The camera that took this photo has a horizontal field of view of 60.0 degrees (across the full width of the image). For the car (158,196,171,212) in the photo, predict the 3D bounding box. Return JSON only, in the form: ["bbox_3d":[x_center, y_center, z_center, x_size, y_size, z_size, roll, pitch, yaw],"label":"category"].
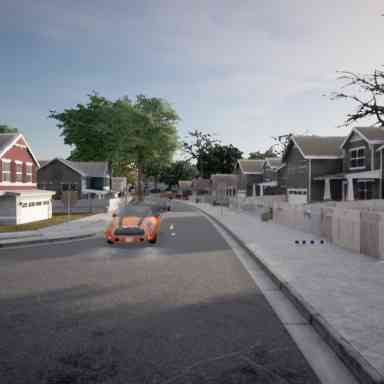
[{"bbox_3d":[-3.583,1.406,40.105,2.097,1.767,4.553,0,0,-4],"label":"car"}]

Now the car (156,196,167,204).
[{"bbox_3d":[-5.944,1.584,64.352,1.812,1.442,4.674,0,0,-8],"label":"car"}]

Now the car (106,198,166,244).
[{"bbox_3d":[-2.581,1.353,15.736,2.097,1.767,4.553,0,0,-1],"label":"car"}]
